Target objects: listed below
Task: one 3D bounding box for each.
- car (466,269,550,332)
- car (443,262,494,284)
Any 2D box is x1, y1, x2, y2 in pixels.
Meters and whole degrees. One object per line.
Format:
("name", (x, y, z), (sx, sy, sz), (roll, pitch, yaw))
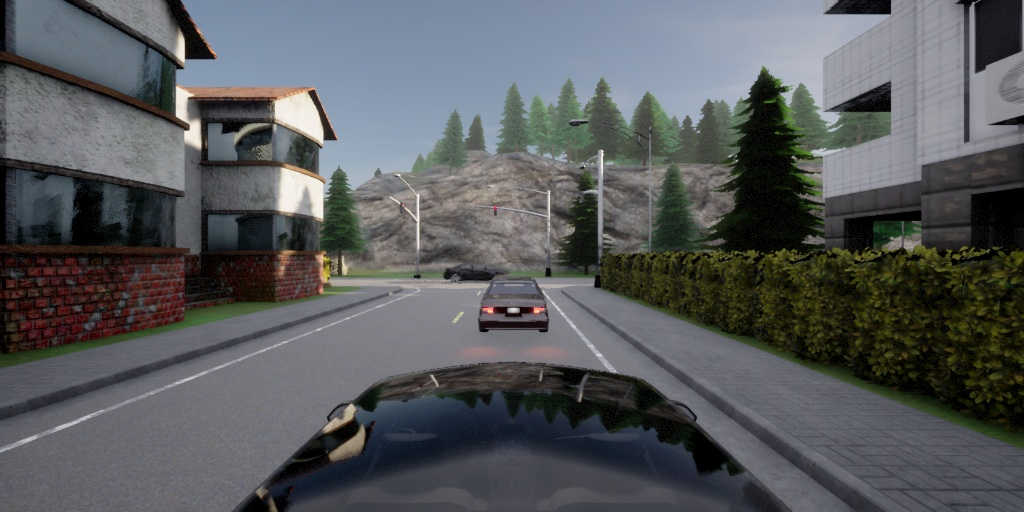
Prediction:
("car", (0.055, 1.297, 10.768), (2.033, 1.411, 5.357), (0, 0, 1))
("car", (-2.593, 1.227, 26.779), (5.008, 1.535, 1.882), (0, 0, 1))
